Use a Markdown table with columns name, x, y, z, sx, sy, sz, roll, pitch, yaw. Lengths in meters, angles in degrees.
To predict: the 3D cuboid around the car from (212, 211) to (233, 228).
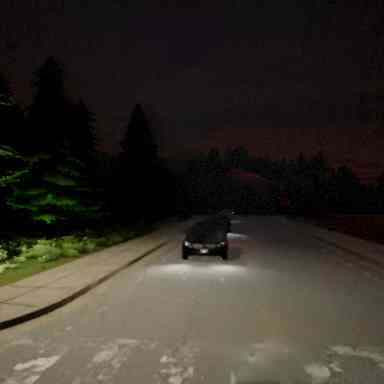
| name | x | y | z | sx | sy | sz | roll | pitch | yaw |
| --- | --- | --- | --- | --- | --- | --- | --- | --- | --- |
| car | 2.258 | 2.549 | 27.511 | 1.994 | 1.385 | 4.181 | -1 | -2 | 7 |

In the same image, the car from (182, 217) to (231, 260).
| name | x | y | z | sx | sy | sz | roll | pitch | yaw |
| --- | --- | --- | --- | --- | --- | --- | --- | --- | --- |
| car | 0.727 | 2.080 | 15.062 | 1.812 | 1.442 | 4.674 | -1 | -2 | 7 |

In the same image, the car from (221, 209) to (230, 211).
| name | x | y | z | sx | sy | sz | roll | pitch | yaw |
| --- | --- | --- | --- | --- | --- | --- | --- | --- | --- |
| car | 4.613 | 3.141 | 45.816 | 1.812 | 1.442 | 4.674 | -1 | -2 | 7 |
